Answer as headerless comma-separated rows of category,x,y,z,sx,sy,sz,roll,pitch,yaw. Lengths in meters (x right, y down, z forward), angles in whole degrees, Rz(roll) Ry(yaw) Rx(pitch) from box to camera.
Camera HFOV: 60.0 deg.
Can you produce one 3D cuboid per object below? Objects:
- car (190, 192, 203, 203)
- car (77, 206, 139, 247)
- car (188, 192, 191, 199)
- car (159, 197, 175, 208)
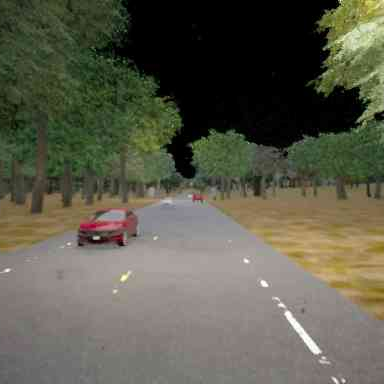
car,1.210,1.149,70.126,2.150,2.045,5.566,0,0,0
car,-3.601,1.455,15.013,1.882,1.535,5.008,0,0,0
car,-0.018,1.349,89.618,1.895,1.301,4.718,0,0,0
car,-3.564,1.468,48.528,1.812,1.442,4.674,0,0,0
